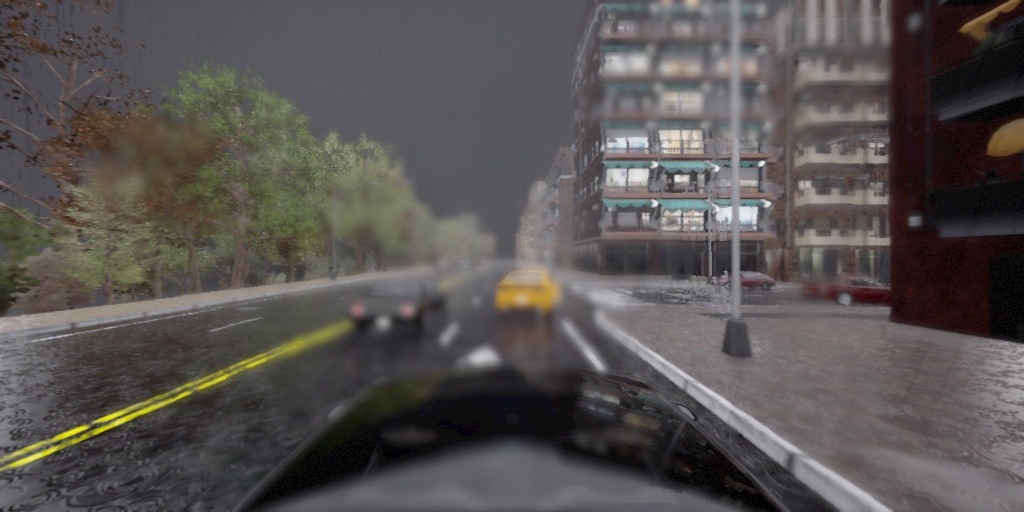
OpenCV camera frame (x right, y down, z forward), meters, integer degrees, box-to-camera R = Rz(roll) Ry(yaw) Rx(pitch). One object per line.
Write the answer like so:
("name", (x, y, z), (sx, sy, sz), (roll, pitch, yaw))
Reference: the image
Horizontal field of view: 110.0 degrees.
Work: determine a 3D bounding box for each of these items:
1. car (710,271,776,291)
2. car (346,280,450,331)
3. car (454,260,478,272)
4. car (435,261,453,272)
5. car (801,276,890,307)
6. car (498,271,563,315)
("car", (16.283, 1.719, 25.357), (4.207, 1.307, 1.802), (0, 0, 0))
("car", (-3.186, 1.403, 11.169), (1.895, 1.301, 4.718), (0, -1, 0))
("car", (-6.589, 1.477, 51.943), (2.128, 1.511, 4.902), (0, 0, 0))
("car", (-9.837, 1.511, 51.936), (1.812, 1.442, 4.674), (0, 0, 0))
("car", (16.334, 1.645, 17.009), (4.507, 1.381, 1.888), (0, 0, 0))
("car", (0.838, 1.323, 14.047), (1.882, 1.535, 5.008), (-1, -2, 12))
